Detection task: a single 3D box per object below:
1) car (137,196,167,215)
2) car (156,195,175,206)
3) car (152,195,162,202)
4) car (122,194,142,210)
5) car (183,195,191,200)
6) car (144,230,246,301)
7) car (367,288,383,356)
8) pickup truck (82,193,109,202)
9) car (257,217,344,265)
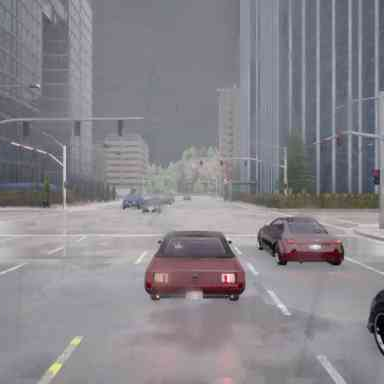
[{"bbox_3d":[-4.013,1.491,34.291,2.128,1.511,4.902,0,0,-1],"label":"car"},{"bbox_3d":[-4.406,1.547,55.883,2.033,1.411,5.357,0,0,-1],"label":"car"},{"bbox_3d":[-8.121,1.493,76.530,1.837,1.490,4.892,0,0,-1],"label":"car"},{"bbox_3d":[-7.723,1.221,43.867,2.150,2.045,5.566,0,0,-1],"label":"car"},{"bbox_3d":[-1.295,1.552,88.561,1.994,1.385,4.181,0,0,-1],"label":"car"},{"bbox_3d":[0.071,1.601,8.289,1.895,1.301,4.718,0,0,0],"label":"car"},{"bbox_3d":[3.608,1.564,3.236,1.994,1.385,4.181,0,0,-1],"label":"car"},{"bbox_3d":[-21.197,1.058,73.336,2.390,2.098,6.274,0,0,30],"label":"pickup truck"},{"bbox_3d":[3.577,1.564,11.647,1.994,1.385,4.181,0,0,0],"label":"car"}]
